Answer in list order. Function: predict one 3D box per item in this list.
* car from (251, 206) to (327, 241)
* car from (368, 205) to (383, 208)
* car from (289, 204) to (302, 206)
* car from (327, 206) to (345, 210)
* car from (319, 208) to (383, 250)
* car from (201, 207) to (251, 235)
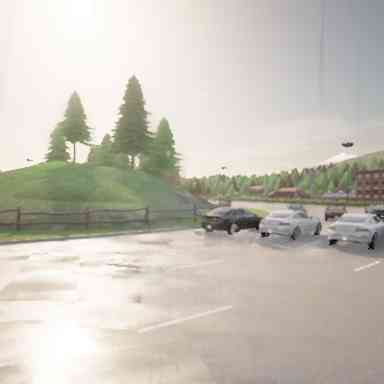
[{"bbox_3d":[5.315,1.684,17.845,1.812,1.442,4.674,0,0,42],"label":"car"},{"bbox_3d":[16.567,1.853,29.692,1.812,1.442,4.674,0,0,21],"label":"car"},{"bbox_3d":[10.037,1.856,32.152,1.994,1.385,4.181,0,0,21],"label":"car"},{"bbox_3d":[13.156,1.906,30.499,1.895,1.301,4.718,0,0,22],"label":"car"},{"bbox_3d":[7.786,1.688,15.368,1.812,1.442,4.674,0,0,42],"label":"car"},{"bbox_3d":[2.577,1.658,20.011,1.837,1.490,4.892,0,0,42],"label":"car"}]
